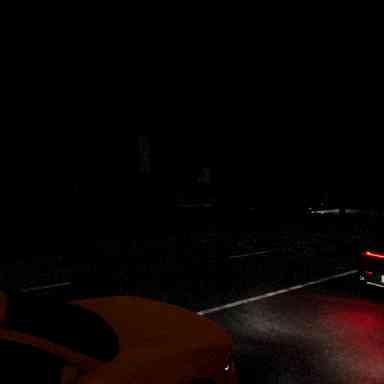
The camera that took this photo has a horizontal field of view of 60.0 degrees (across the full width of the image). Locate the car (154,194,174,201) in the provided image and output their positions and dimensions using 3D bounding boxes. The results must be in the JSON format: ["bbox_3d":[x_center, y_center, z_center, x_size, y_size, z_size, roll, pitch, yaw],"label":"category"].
[{"bbox_3d":[-6.245,1.239,74.766,2.128,1.511,4.902,-1,0,-38],"label":"car"}]

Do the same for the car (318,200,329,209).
[{"bbox_3d":[13.499,1.261,38.868,1.837,1.490,4.892,-1,0,-39],"label":"car"}]

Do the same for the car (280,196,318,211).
[{"bbox_3d":[10.685,1.334,36.782,2.033,1.411,5.357,-1,0,-39],"label":"car"}]

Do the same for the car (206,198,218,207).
[{"bbox_3d":[4.536,1.269,44.417,1.882,1.535,5.008,-1,0,-39],"label":"car"}]

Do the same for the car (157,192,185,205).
[{"bbox_3d":[-3.173,1.018,54.008,2.150,2.045,5.566,-1,1,-38],"label":"car"}]

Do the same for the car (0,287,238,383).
[{"bbox_3d":[-1.857,1.478,2.404,5.008,1.535,1.882,0,0,-36],"label":"car"}]

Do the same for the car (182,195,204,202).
[{"bbox_3d":[0.104,1.309,66.988,1.895,1.301,4.718,-1,0,-39],"label":"car"}]

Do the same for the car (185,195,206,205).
[{"bbox_3d":[1.409,1.366,53.890,1.895,1.301,4.718,-1,0,-39],"label":"car"}]

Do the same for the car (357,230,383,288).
[{"bbox_3d":[5.848,1.468,7.937,4.892,1.490,1.837,0,0,-36],"label":"car"}]
